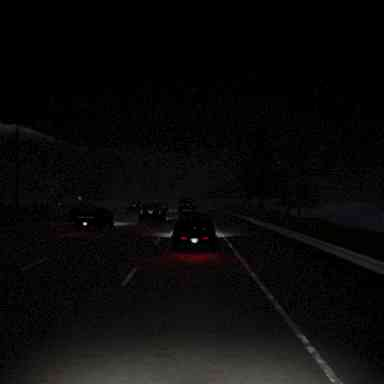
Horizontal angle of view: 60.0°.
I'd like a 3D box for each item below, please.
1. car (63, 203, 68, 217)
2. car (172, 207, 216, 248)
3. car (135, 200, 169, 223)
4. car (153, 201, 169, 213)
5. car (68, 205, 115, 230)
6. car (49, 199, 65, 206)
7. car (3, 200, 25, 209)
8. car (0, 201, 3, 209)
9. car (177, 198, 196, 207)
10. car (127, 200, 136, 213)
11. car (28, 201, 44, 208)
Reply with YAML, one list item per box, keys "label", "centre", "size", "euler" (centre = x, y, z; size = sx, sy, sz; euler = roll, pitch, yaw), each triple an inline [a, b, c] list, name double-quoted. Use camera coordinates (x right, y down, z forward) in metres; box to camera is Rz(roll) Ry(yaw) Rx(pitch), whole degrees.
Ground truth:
- label: "car"
  centre: [-10.453, 1.937, 31.897]
  size: [1.812, 1.442, 4.674]
  euler: [0, -1, -1]
- label: "car"
  centre: [0.102, 1.712, 15.898]
  size: [1.837, 1.490, 4.892]
  euler: [0, 0, 0]
- label: "car"
  centre: [-3.421, 1.734, 29.464]
  size: [2.097, 1.767, 4.553]
  euler: [0, -1, -1]
- label: "car"
  centre: [-4.334, 2.092, 46.658]
  size: [2.128, 1.511, 4.902]
  euler: [0, -1, -6]
- label: "car"
  centre: [-6.894, 1.814, 23.852]
  size: [1.837, 1.490, 4.892]
  euler: [0, -1, 0]
- label: "car"
  centre: [-24.150, 2.123, 59.831]
  size: [2.097, 1.767, 4.553]
  euler: [0, -1, -11]
- label: "car"
  centre: [-31.054, 2.236, 58.840]
  size: [1.882, 1.535, 5.008]
  euler: [0, -1, -11]
- label: "car"
  centre: [-34.403, 2.254, 57.817]
  size: [2.128, 1.511, 4.902]
  euler: [0, -1, -11]
- label: "car"
  centre: [-0.795, 1.826, 46.932]
  size: [2.150, 2.045, 5.566]
  euler: [0, -1, -6]
- label: "car"
  centre: [-7.811, 1.946, 46.232]
  size: [2.097, 1.767, 4.553]
  euler: [0, -1, -6]
- label: "car"
  centre: [-27.494, 2.283, 58.821]
  size: [1.812, 1.442, 4.674]
  euler: [0, -1, -11]
